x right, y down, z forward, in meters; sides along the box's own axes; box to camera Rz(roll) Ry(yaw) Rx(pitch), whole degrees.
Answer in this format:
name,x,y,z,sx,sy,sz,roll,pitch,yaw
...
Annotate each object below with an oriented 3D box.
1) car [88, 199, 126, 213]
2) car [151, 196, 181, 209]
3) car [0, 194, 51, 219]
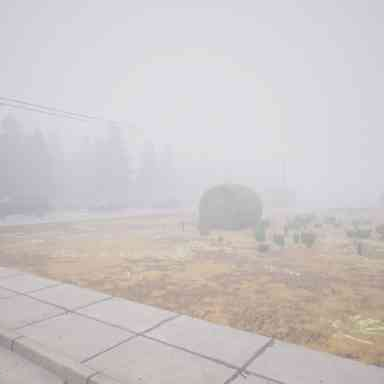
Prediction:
name,x,y,z,sx,sy,sz,roll,pitch,yaw
car,-9.552,1.552,37.751,1.812,1.442,4.674,0,0,37
car,-3.586,1.379,45.829,2.097,1.767,4.553,0,0,37
car,-15.500,1.248,29.703,2.150,2.045,5.566,0,0,36
